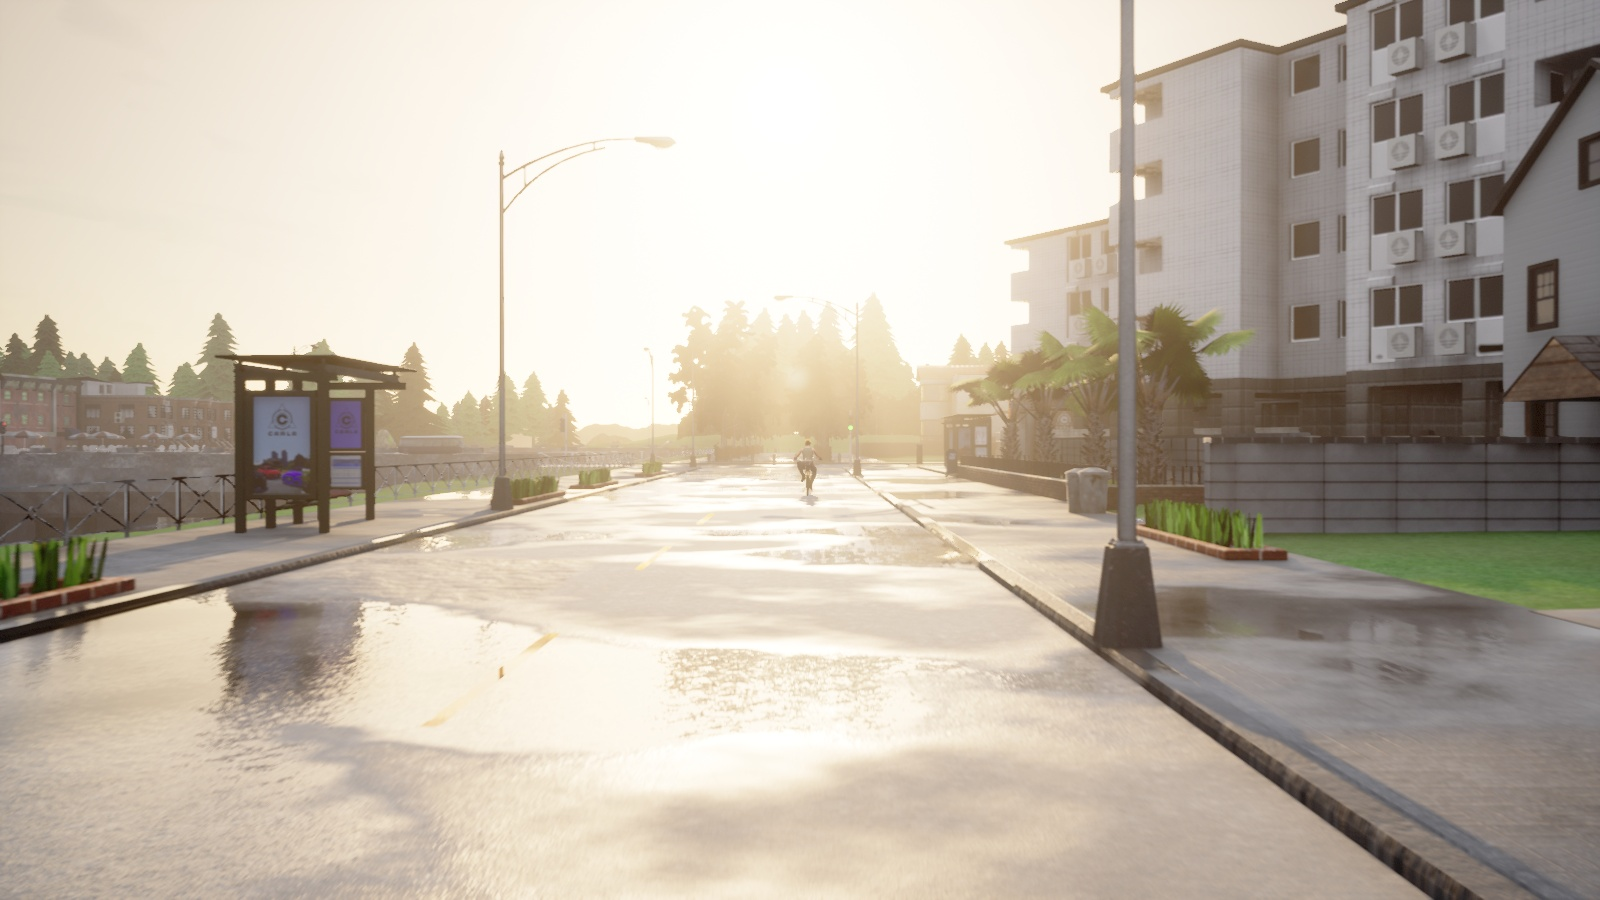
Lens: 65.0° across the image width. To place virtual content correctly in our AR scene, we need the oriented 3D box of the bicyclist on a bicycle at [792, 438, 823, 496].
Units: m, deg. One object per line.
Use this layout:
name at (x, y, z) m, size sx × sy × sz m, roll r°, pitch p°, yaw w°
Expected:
bicyclist on a bicycle at (0.221, 0.482, 35.755) m, size 0.866 × 1.612 × 1.509 m, roll 0°, pitch 0°, yaw 0°

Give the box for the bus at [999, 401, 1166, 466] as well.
bus at (18.719, -1.087, 83.766) m, size 10.273 × 4.253 × 3.944 m, roll 0°, pitch 0°, yaw 0°

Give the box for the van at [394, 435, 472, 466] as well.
van at (-23.433, 0.028, 80.223) m, size 4.442 × 1.987 × 1.775 m, roll 0°, pitch 0°, yaw 0°
